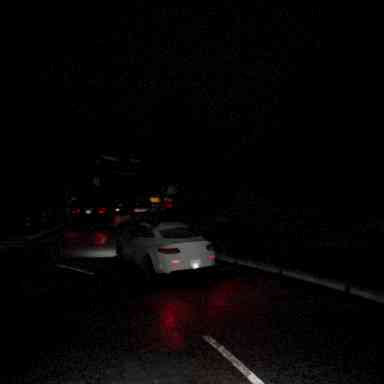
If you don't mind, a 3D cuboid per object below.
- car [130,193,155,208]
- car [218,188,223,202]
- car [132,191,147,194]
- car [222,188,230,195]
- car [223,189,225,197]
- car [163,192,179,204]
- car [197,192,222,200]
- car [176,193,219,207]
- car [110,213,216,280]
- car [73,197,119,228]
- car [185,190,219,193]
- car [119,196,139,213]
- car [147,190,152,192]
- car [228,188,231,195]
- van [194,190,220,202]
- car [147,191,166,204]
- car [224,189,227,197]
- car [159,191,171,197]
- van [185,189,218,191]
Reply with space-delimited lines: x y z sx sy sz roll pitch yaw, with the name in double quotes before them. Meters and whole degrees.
"car" -6.805 1.317 45.173 1.882 1.535 5.008 -1 1 6
"car" 1.722 0.849 52.576 5.566 2.045 2.435 -1 1 6
"car" -12.289 0.920 72.622 2.097 1.535 5.008 -1 1 10
"car" 5.896 0.520 79.540 4.792 1.488 2.163 -1 1 12
"car" 3.853 0.794 68.684 4.792 1.488 2.163 -1 1 10
"car" -2.898 1.148 54.627 1.837 1.490 4.892 -1 1 7
"car" 3.449 0.866 65.983 4.674 1.452 2.002 -1 1 9
"car" 0.836 1.239 44.372 4.892 1.521 2.231 -1 1 6
"car" -0.968 1.610 10.334 1.812 1.442 4.674 -1 0 -27
"car" -6.762 1.336 23.458 2.150 2.045 5.566 -1 0 -6
"car" 1.159 1.067 47.105 4.553 1.767 2.185 -1 1 6
"car" -7.261 1.483 35.074 1.837 1.490 4.892 -1 0 1
"car" -11.288 0.824 78.022 2.163 1.488 4.792 -1 1 12
"car" 7.080 0.114 84.868 5.566 2.045 2.435 0 1 14
"van" 2.770 0.717 60.560 4.442 1.987 1.878 -1 1 8
"car" -5.856 1.151 55.113 1.882 1.535 5.008 -1 1 7
"car" 4.828 0.633 74.055 4.892 1.521 2.231 -1 1 11
"car" -7.550 0.488 94.261 2.002 1.452 4.674 -1 1 15
"van" 1.298 0.922 49.861 4.442 1.987 1.878 -1 1 6
